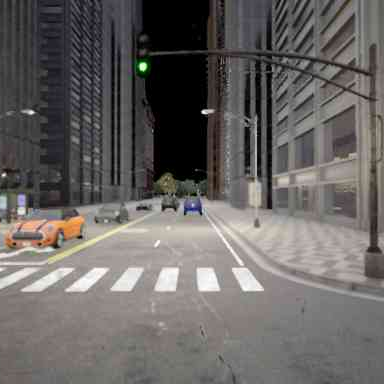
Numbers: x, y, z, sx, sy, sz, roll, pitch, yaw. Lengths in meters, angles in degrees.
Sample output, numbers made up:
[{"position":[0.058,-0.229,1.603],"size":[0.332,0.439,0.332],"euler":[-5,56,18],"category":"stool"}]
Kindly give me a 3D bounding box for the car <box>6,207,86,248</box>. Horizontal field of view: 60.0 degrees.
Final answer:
[{"position":[-6.592,1.521,15.518],"size":[2.097,1.767,4.553],"euler":[0,-1,0],"category":"car"}]

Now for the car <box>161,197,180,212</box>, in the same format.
[{"position":[-3.238,1.746,48.365],"size":[2.150,2.045,5.566],"euler":[0,-1,0],"category":"car"}]

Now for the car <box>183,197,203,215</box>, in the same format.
[{"position":[0.111,1.656,40.111],"size":[2.150,2.045,5.566],"euler":[0,0,0],"category":"car"}]

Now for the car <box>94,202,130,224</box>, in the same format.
[{"position":[-6.585,1.651,27.712],"size":[2.097,1.767,4.553],"euler":[0,-1,0],"category":"car"}]

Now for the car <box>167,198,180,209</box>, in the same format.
[{"position":[-3.235,1.996,58.955],"size":[2.097,1.767,4.553],"euler":[0,-1,0],"category":"car"}]

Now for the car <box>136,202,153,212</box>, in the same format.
[{"position":[-6.538,2.099,45.914],"size":[1.895,1.301,4.718],"euler":[0,-1,1],"category":"car"}]

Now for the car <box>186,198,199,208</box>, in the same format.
[{"position":[0.069,2.027,61.527],"size":[2.097,1.767,4.553],"euler":[0,0,3],"category":"car"}]
